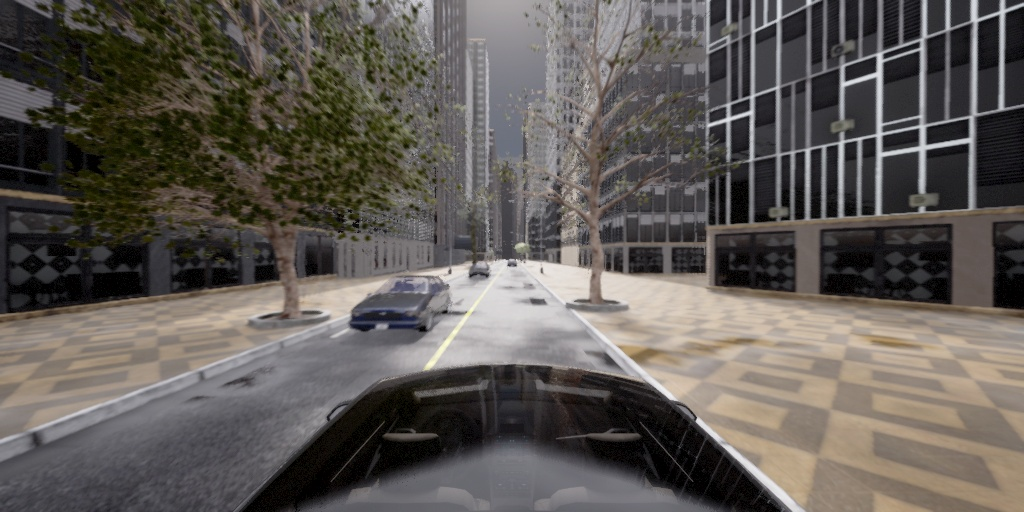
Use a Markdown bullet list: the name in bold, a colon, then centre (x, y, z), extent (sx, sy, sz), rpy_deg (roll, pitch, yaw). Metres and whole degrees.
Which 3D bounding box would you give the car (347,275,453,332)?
- **car**: centre (-3.082, 1.298, 11.173), extent (2.033, 1.411, 5.357), rpy_deg (0, 0, 0)

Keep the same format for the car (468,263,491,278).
- **car**: centre (-3.001, 1.368, 34.433), extent (2.033, 1.411, 5.357), rpy_deg (0, 0, 0)
